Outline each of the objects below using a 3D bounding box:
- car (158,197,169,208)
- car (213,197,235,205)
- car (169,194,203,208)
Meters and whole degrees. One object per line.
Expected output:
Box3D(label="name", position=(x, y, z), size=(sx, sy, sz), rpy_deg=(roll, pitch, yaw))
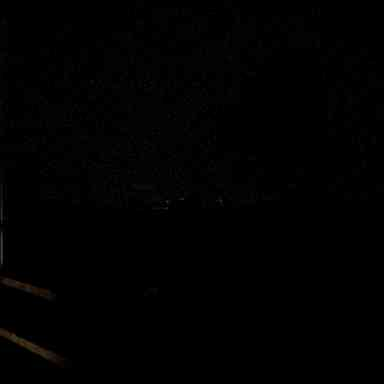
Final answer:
Box3D(label="car", position=(-3.407, 1.609, 53.628), size=(2.097, 1.767, 4.553), rpy_deg=(-3, -2, 36))
Box3D(label="car", position=(6.037, 1.692, 61.883), size=(2.033, 1.411, 5.357), rpy_deg=(-3, -2, 36))
Box3D(label="car", position=(-0.595, 1.356, 52.674), size=(2.150, 2.045, 5.566), rpy_deg=(-3, -2, 37))
